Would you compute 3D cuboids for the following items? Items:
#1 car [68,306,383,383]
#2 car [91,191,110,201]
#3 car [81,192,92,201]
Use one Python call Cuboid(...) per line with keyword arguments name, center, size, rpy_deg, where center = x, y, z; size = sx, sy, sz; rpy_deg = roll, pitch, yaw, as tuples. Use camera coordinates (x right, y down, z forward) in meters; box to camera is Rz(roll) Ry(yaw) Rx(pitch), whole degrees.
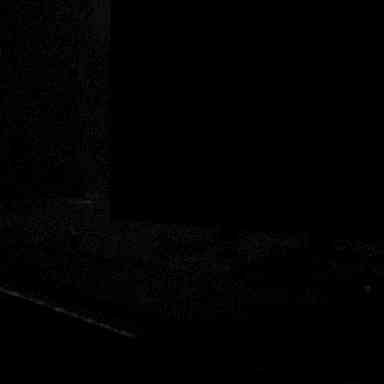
Cuboid(name="car", center=(0.939, 1.564, 2.293), size=(4.313, 1.339, 1.947), rpy_deg=(0, 0, 36))
Cuboid(name="car", center=(-12.870, 0.760, 52.197), size=(1.895, 1.301, 4.718), rpy_deg=(0, 1, 35))
Cuboid(name="car", center=(-15.556, 0.617, 54.007), size=(1.882, 1.535, 5.008), rpy_deg=(0, 1, 35))
